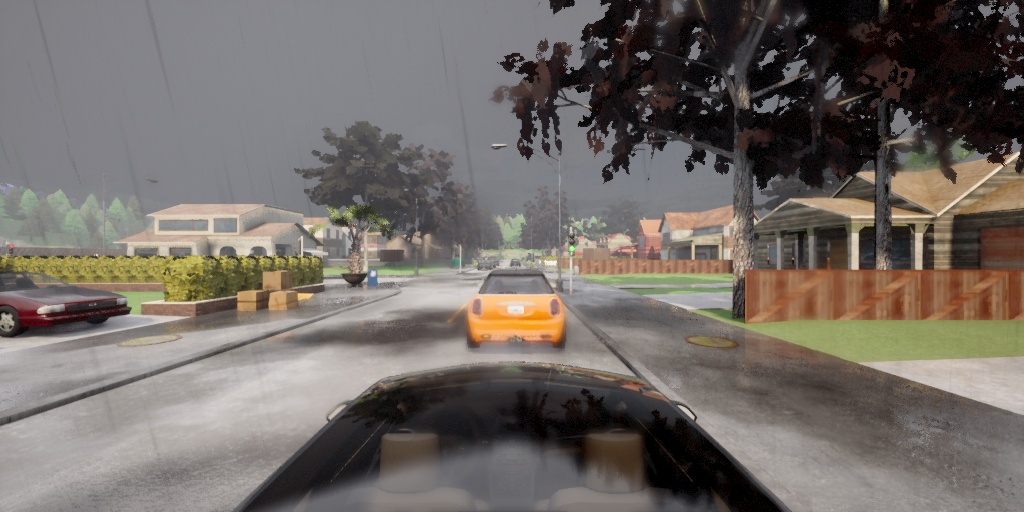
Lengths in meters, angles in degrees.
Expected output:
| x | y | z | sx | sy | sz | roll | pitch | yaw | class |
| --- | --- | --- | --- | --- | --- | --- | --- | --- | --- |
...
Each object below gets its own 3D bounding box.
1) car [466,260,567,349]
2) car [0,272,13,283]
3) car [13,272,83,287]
| x | y | z | sx | sy | sz | roll | pitch | yaw | class |
| --- | --- | --- | --- | --- | --- | --- | --- | --- | --- |
| 0.120 | 1.101 | 9.290 | 2.097 | 1.767 | 4.553 | 0 | 0 | 1 | car |
| -44.662 | 1.314 | 30.862 | 4.181 | 1.385 | 1.994 | 0 | 0 | 1 | car |
| -33.340 | 1.314 | 26.569 | 4.181 | 1.385 | 1.994 | 0 | 0 | 1 | car |
